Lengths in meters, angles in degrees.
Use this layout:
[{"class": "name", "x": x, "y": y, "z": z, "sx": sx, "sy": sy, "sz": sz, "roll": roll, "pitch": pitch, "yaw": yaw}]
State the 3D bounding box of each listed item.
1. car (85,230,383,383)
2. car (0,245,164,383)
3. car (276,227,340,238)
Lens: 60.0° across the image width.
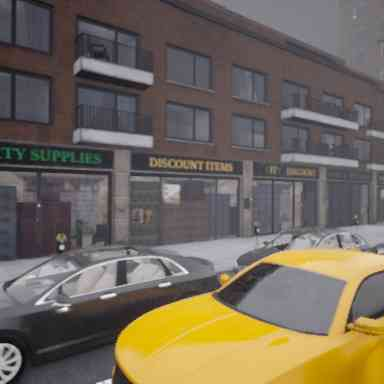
[{"class": "car", "x": 1.533, "y": 1.501, "z": 4.042, "sx": 5.008, "sy": 1.535, "sz": 1.882, "roll": 1, "pitch": 0, "yaw": -35}, {"class": "car", "x": -1.534, "y": 1.561, "z": 5.095, "sx": 4.403, "sy": 1.369, "sz": 2.008, "roll": 0, "pitch": 0, "yaw": -35}, {"class": "car", "x": 2.959, "y": 1.599, "z": 8.298, "sx": 4.403, "sy": 1.369, "sz": 2.008, "roll": 0, "pitch": 0, "yaw": -35}]
